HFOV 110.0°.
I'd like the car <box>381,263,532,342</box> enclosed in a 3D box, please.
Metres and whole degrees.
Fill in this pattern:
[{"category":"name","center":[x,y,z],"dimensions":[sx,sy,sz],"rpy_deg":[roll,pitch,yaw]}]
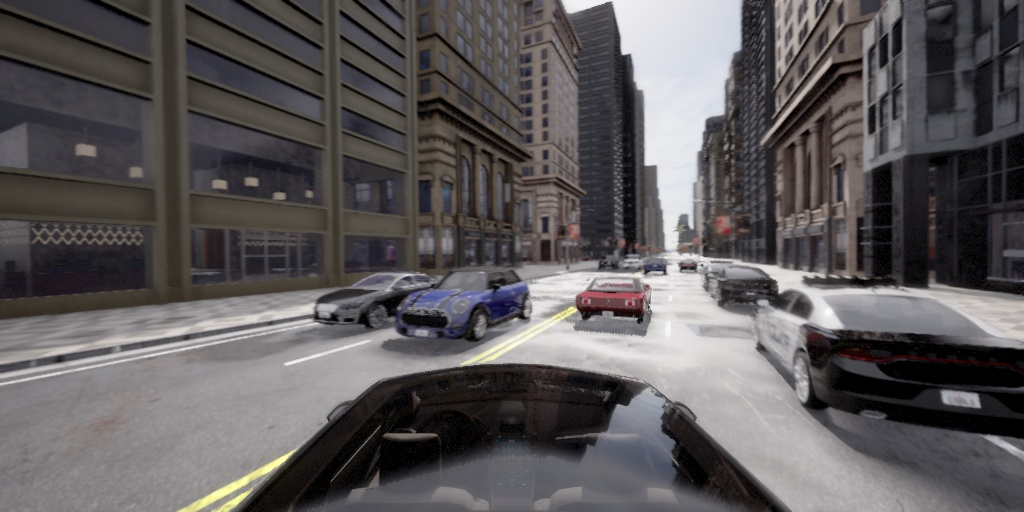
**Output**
[{"category":"car","center":[-1.099,1.113,10.035],"dimensions":[2.097,1.767,4.553],"rpy_deg":[-1,0,24]}]

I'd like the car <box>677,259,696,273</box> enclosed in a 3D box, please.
[{"category":"car","center":[20.011,1.086,40.814],"dimensions":[1.837,1.490,4.892],"rpy_deg":[-1,0,25]}]

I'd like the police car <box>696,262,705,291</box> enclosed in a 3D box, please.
[{"category":"police car","center":[11.830,1.076,20.323],"dimensions":[1.930,1.638,5.238],"rpy_deg":[-1,0,24]}]

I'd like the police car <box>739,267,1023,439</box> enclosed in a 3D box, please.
[{"category":"police car","center":[5.270,1.130,5.728],"dimensions":[1.930,1.638,5.238],"rpy_deg":[-1,0,24]}]

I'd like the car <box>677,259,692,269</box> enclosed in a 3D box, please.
[{"category":"car","center":[25.729,1.136,53.615],"dimensions":[1.895,1.301,4.718],"rpy_deg":[-1,0,24]}]

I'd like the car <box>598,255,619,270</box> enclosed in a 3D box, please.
[{"category":"car","center":[13.768,0.859,50.941],"dimensions":[2.150,2.045,5.566],"rpy_deg":[-1,0,25]}]

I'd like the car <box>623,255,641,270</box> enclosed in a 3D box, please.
[{"category":"car","center":[16.730,0.833,49.606],"dimensions":[2.150,2.045,5.566],"rpy_deg":[-1,0,25]}]

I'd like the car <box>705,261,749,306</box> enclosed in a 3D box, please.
[{"category":"car","center":[9.325,1.149,14.750],"dimensions":[1.882,1.535,5.008],"rpy_deg":[-1,0,24]}]

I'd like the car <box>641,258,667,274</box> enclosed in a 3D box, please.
[{"category":"car","center":[15.320,0.975,38.156],"dimensions":[2.097,1.767,4.553],"rpy_deg":[-1,0,24]}]

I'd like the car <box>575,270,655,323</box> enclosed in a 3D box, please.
[{"category":"car","center":[3.603,1.321,12.082],"dimensions":[1.895,1.301,4.718],"rpy_deg":[-1,0,24]}]

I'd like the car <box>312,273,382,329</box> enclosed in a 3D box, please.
[{"category":"car","center":[-3.932,1.278,11.659],"dimensions":[2.128,1.511,4.902],"rpy_deg":[-1,0,24]}]
